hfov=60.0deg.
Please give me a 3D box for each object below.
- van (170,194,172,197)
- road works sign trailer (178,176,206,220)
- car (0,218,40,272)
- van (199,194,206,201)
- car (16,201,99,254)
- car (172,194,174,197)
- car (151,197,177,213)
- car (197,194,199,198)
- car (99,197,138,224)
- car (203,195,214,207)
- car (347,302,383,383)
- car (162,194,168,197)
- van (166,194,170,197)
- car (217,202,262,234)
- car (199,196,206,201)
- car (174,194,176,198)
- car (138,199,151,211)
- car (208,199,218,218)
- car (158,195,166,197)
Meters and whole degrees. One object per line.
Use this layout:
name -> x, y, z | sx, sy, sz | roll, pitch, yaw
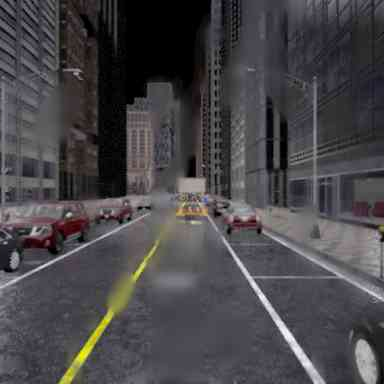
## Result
van -> -5.756, 1.387, 70.109 | 1.690, 1.788, 3.998 | 0, 0, 0
road works sign trailer -> 0.004, 0.481, 28.014 | 2.380, 3.560, 2.880 | 0, 0, 0
car -> -5.764, 1.555, 8.060 | 2.008, 1.369, 4.403 | 0, 0, 0
van -> 2.768, 1.383, 64.472 | 1.690, 1.788, 3.998 | 0, 0, 0
car -> -5.764, 1.322, 13.701 | 2.192, 1.841, 5.009 | 0, 0, 0
car -> -5.755, 1.490, 75.750 | 1.967, 1.590, 4.097 | 0, 0, 0
car -> -3.088, 1.587, 36.972 | 1.994, 1.385, 4.181 | 0, 0, 0
car -> 2.771, 1.635, 81.394 | 1.802, 1.307, 4.206 | 0, 0, 0
car -> -5.763, 1.330, 24.983 | 2.192, 1.841, 5.009 | 0, 0, 0
car -> 2.766, 1.575, 47.550 | 1.887, 1.381, 4.507 | 0, 0, 0
car -> 2.760, 1.552, 2.425 | 2.008, 1.369, 4.403 | 0, 0, 0
car -> -5.757, 1.564, 58.657 | 1.752, 1.417, 4.829 | 0, 0, 0
van -> -5.757, 1.384, 64.468 | 1.690, 1.788, 3.998 | 0, 0, 0
car -> 2.762, 1.451, 19.346 | 1.967, 1.590, 4.097 | 0, 0, 0
car -> 2.772, 1.639, 87.034 | 1.802, 1.307, 4.206 | 0, 0, 0
car -> -5.755, 1.369, 81.391 | 2.192, 1.841, 5.009 | 0, 0, 0
car -> -5.759, 1.593, 41.905 | 1.947, 1.339, 4.313 | 0, 0, 0
car -> 2.764, 1.585, 30.627 | 1.947, 1.339, 4.313 | 0, 0, 0
car -> -5.758, 1.586, 53.187 | 2.008, 1.369, 4.403 | 0, 0, 0
